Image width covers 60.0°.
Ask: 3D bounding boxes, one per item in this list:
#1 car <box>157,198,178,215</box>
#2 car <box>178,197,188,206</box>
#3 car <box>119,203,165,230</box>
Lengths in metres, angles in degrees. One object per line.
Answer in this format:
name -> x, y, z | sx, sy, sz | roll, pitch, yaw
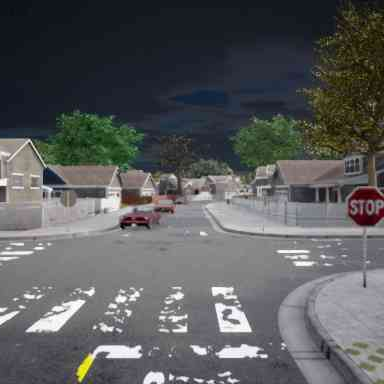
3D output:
car -> -2.787, 1.482, 34.885 | 1.882, 1.535, 5.008 | 0, 0, 0
car -> -1.869, 1.572, 56.437 | 1.994, 1.385, 4.181 | 0, 0, 8
car -> -3.184, 1.602, 21.303 | 1.895, 1.301, 4.718 | 0, 0, 4
